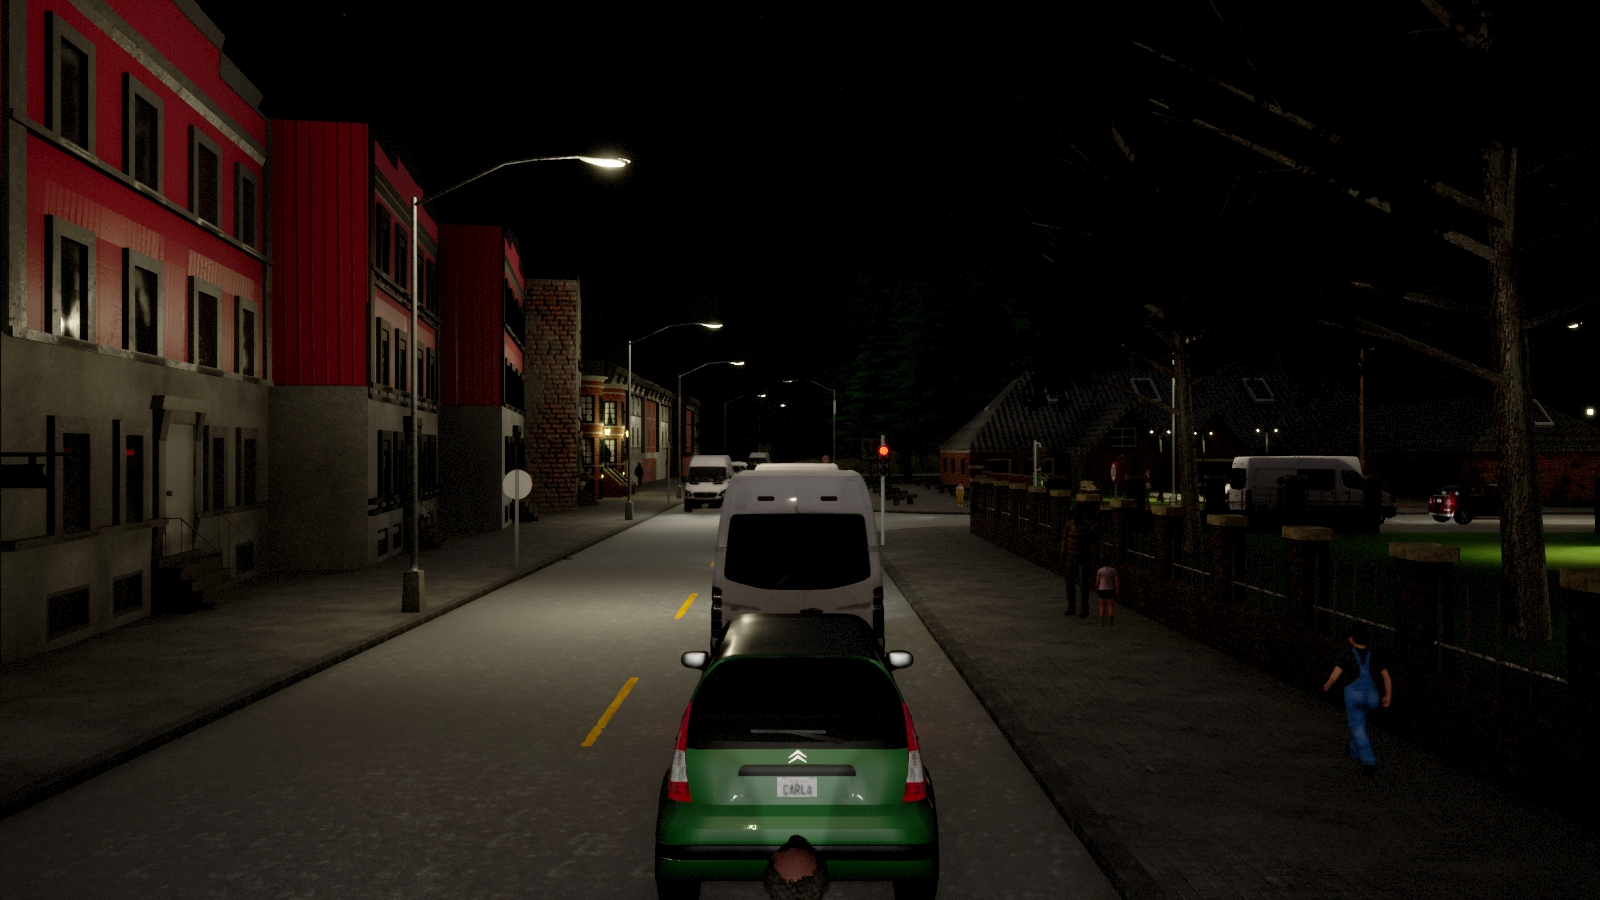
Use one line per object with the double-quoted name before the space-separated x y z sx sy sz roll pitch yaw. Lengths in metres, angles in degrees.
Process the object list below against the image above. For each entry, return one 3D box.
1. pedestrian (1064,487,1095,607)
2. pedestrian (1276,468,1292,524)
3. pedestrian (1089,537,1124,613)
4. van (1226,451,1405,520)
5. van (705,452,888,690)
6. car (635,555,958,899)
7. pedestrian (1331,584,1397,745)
"pedestrian" 4.428 1.525 18.103 0.375 1.860 0.375 0 0 36
"pedestrian" 16.154 1.525 38.153 0.375 1.860 0.375 0 0 2
"pedestrian" 4.699 1.904 17.490 0.500 1.100 0.500 0 0 17
"van" 19.552 1.314 43.543 5.915 2.561 1.988 0 0 1
"van" -0.048 1.314 15.312 1.988 2.561 5.915 0 0 0
"car" -0.023 1.779 8.527 1.851 1.617 3.988 0 0 0
"pedestrian" 4.780 1.805 9.688 0.375 1.300 0.375 0 0 0
